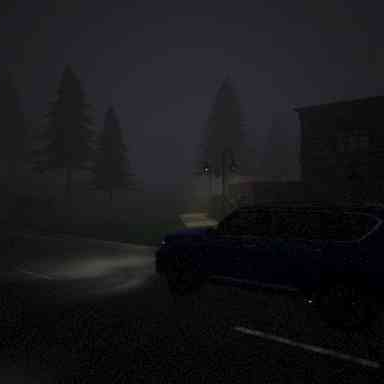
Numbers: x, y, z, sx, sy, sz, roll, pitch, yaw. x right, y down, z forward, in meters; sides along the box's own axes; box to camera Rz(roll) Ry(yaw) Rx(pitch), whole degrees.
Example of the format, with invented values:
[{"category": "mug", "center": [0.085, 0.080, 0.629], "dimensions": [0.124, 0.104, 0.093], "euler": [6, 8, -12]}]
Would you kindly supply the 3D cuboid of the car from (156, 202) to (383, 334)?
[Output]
[{"category": "car", "center": [1.795, 1.221, 7.008], "dimensions": [5.566, 2.045, 2.150], "euler": [0, 0, 36]}]
